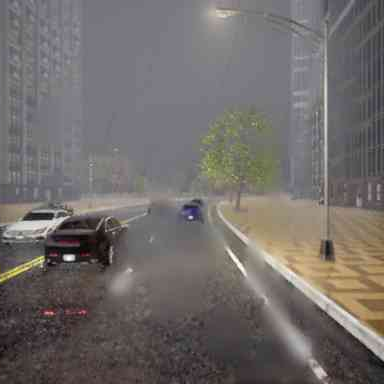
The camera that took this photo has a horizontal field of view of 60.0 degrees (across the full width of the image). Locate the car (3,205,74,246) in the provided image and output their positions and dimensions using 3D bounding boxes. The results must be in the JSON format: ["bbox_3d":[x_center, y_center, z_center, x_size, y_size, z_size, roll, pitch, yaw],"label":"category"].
[{"bbox_3d":[-6.792,1.541,15.453,1.812,1.442,4.674,0,0,0],"label":"car"}]

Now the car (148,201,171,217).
[{"bbox_3d":[-3.093,1.548,31.904,1.812,1.442,4.674,0,0,2],"label":"car"}]

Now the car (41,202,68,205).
[{"bbox_3d":[-9.991,1.515,23.763,2.128,1.511,4.902,0,0,1],"label":"car"}]

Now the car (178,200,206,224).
[{"bbox_3d":[-0.046,1.539,24.529,1.812,1.442,4.674,0,0,1],"label":"car"}]

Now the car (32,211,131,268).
[{"bbox_3d":[-3.328,1.514,11.345,1.837,1.490,4.892,0,0,-1],"label":"car"}]
